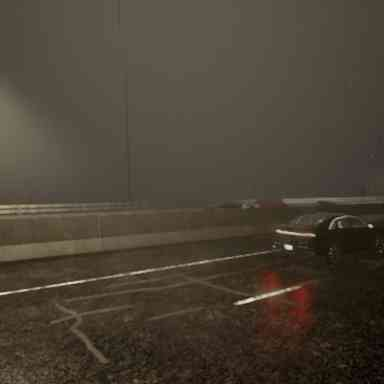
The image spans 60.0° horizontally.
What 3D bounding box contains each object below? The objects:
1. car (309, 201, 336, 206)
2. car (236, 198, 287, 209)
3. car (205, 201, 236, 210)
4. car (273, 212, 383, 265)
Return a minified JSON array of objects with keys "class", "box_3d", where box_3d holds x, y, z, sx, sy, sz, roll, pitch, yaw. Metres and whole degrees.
[{"class":"car","box_3d":[11.542,1.506,29.435,4.181,1.385,1.994,0,0,-35]},{"class":"car","box_3d":[6.605,1.302,30.214,4.553,1.767,2.097,0,0,-35]},{"class":"car","box_3d":[3.237,1.518,32.112,4.181,1.385,1.994,0,0,-36]},{"class":"car","box_3d":[4.927,1.469,11.570,4.902,1.511,2.128,0,0,-36]}]
